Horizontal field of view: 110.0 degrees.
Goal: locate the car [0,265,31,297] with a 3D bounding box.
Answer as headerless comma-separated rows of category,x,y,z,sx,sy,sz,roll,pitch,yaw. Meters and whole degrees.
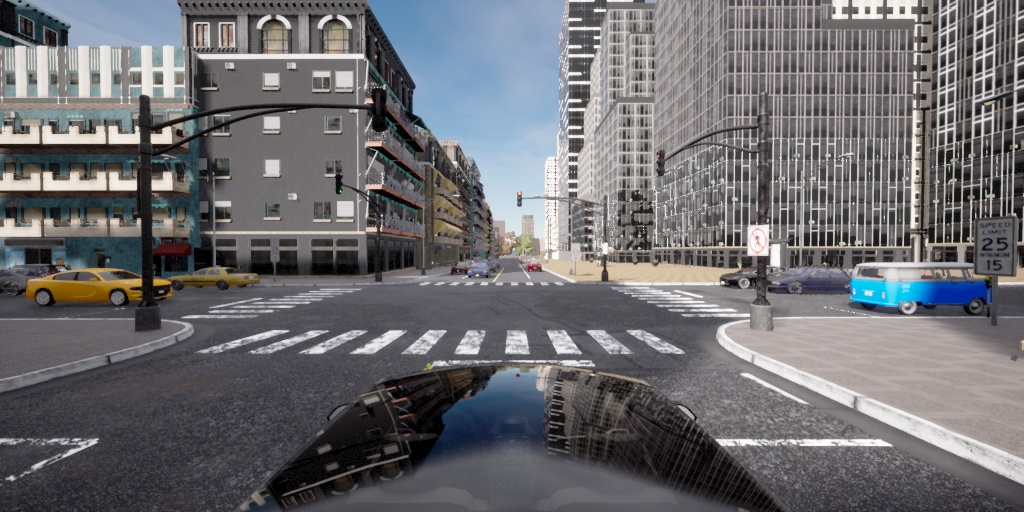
car,-26.288,1.347,18.768,4.181,1.385,1.994,0,1,0

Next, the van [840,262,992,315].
van,14.719,1.117,12.954,3.998,1.789,1.690,0,0,0

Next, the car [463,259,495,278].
car,-3.011,1.292,33.970,2.033,1.411,5.357,0,0,0

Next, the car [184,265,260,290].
car,-17.829,1.247,21.371,4.829,1.417,1.751,0,0,0

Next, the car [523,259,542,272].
car,2.776,1.290,45.103,1.888,1.381,4.507,0,0,0

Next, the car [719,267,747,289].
car,14.729,1.216,21.334,4.313,1.339,1.948,0,0,0

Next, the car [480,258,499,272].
car,-2.981,1.309,44.003,1.994,1.385,4.181,0,0,0

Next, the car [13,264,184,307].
car,-17.726,1.287,15.567,5.008,1.535,1.882,0,1,0

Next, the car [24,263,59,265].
car,-28.727,1.190,21.384,4.097,1.591,1.967,0,0,0

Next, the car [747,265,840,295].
car,15.778,1.234,18.732,5.357,1.411,2.033,0,1,0

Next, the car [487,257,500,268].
car,-2.920,1.238,58.190,2.128,1.511,4.902,0,0,0

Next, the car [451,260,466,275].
car,-5.587,1.290,39.420,1.888,1.381,4.507,0,0,0

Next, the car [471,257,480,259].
car,-5.572,1.184,45.069,1.967,1.591,4.097,0,0,0
